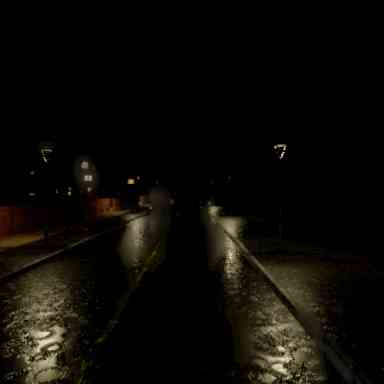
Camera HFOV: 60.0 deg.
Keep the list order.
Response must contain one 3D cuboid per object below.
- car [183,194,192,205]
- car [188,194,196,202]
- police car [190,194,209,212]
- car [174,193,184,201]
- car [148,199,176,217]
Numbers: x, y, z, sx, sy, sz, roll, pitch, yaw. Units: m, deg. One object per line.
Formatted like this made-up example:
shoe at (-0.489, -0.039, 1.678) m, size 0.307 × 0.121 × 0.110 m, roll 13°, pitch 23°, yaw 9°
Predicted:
car at (0.012, 1.538, 57.024) m, size 2.033 × 1.411 × 5.357 m, roll 0°, pitch 0°, yaw 0°
car at (0.017, 1.296, 73.036) m, size 1.837 × 1.490 × 4.892 m, roll 0°, pitch 0°, yaw 0°
police car at (0.970, 1.423, 38.711) m, size 1.930 × 1.638 × 5.238 m, roll 0°, pitch 0°, yaw 0°
car at (-2.735, 1.171, 72.167) m, size 2.150 × 2.045 × 5.566 m, roll 0°, pitch 0°, yaw 0°
car at (-2.839, 1.565, 30.762) m, size 1.994 × 1.385 × 4.181 m, roll 0°, pitch 0°, yaw 0°
